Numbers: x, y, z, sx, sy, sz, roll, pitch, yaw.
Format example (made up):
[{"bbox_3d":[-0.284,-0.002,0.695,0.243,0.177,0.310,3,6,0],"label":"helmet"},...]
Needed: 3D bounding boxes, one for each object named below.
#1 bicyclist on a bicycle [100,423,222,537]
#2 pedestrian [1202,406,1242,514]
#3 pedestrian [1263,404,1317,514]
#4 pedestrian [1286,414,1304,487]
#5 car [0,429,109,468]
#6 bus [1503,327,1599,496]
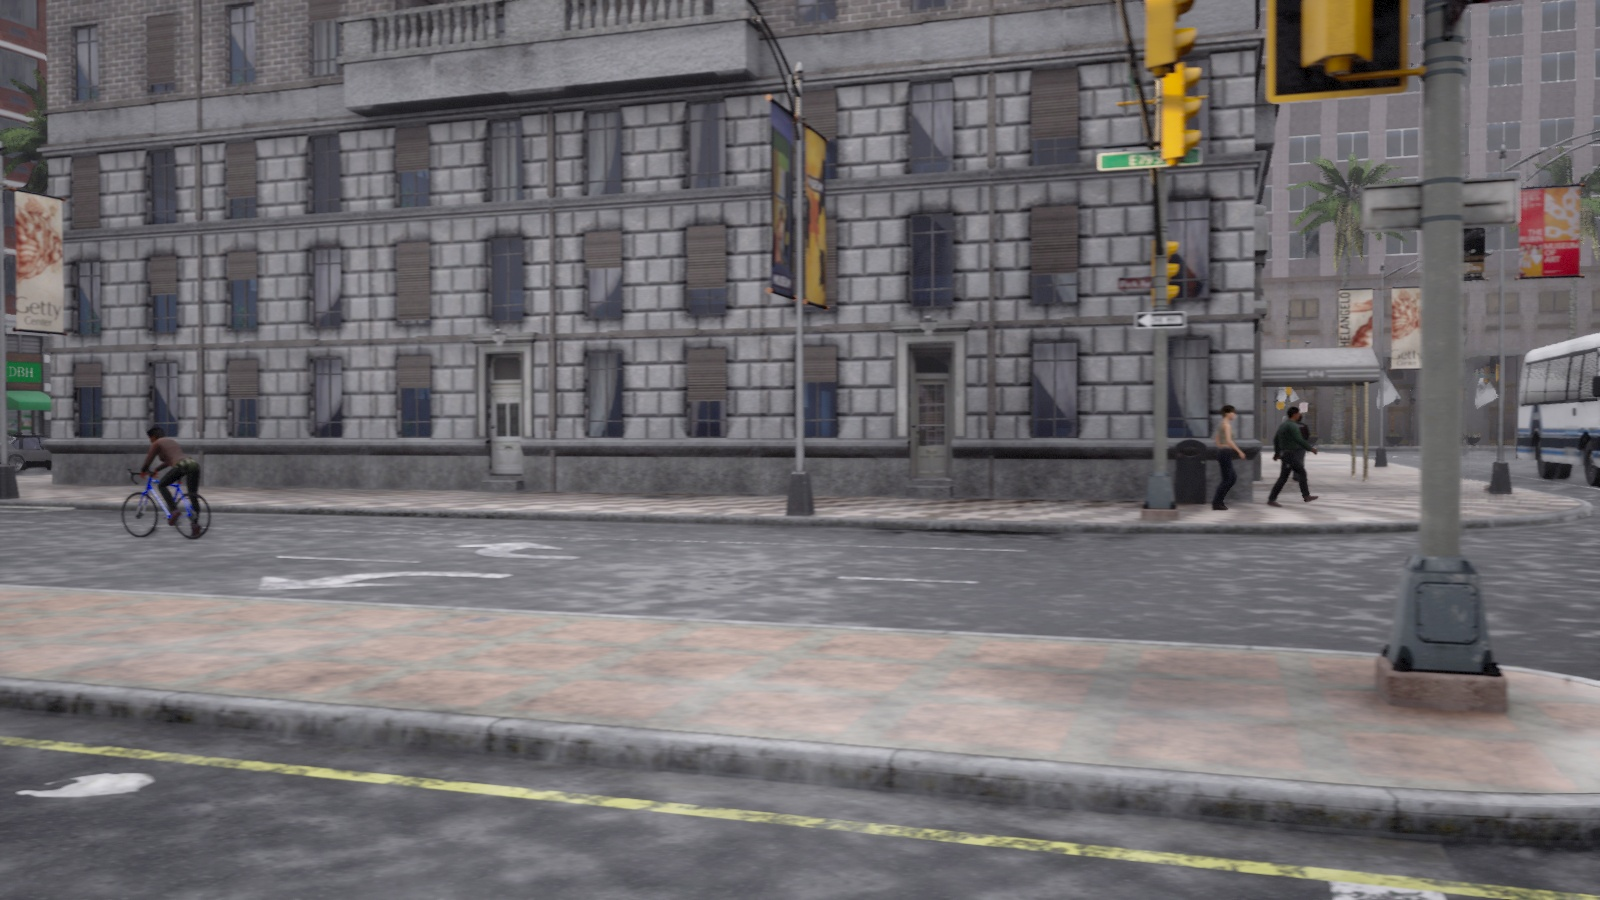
[{"bbox_3d":[-9.356,0.422,18.388,1.656,1.620,0.582,0,1,18],"label":"bicyclist on a bicycle"},{"bbox_3d":[7.257,0.165,21.597,0.594,1.836,0.345,1,1,12],"label":"pedestrian"},{"bbox_3d":[8.779,0.158,22.523,0.788,1.949,0.423,0,1,5],"label":"pedestrian"},{"bbox_3d":[13.186,0.001,33.455,0.402,1.930,0.666,1,1,22],"label":"pedestrian"},{"bbox_3d":[-29.629,-0.091,48.347,2.033,1.411,5.357,1,1,19],"label":"car"},{"bbox_3d":[23.492,-1.019,36.011,3.944,4.253,10.273,1,1,19],"label":"bus"}]
